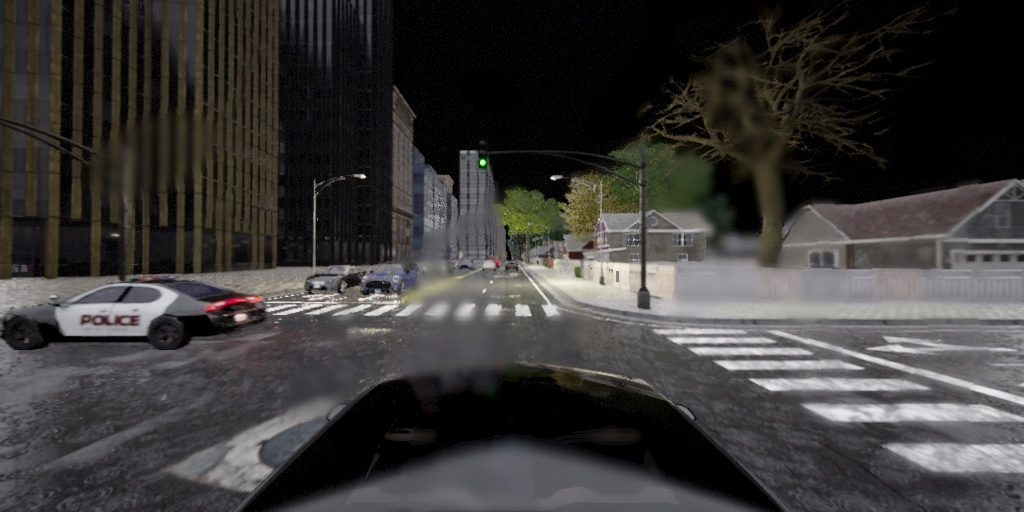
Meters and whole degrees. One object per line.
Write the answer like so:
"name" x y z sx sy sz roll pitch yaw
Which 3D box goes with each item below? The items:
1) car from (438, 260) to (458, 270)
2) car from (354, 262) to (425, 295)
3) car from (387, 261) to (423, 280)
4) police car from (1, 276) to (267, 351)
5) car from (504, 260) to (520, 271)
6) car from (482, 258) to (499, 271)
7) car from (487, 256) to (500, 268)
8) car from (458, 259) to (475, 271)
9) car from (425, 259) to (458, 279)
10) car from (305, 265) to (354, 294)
"car" -9.776 1.334 55.258 2.128 1.511 4.902 0 0 0
"car" -6.600 1.144 19.873 2.097 1.767 4.553 0 0 0
"car" -9.846 1.308 33.445 1.837 1.490 4.892 0 1 1
"police car" -8.866 1.284 8.542 4.974 1.542 2.038 0 0 -1
"car" -0.018 1.340 50.899 1.837 1.490 4.892 0 0 0
"car" -3.268 1.361 51.315 1.812 1.442 4.674 0 0 0
"car" -3.271 1.077 61.349 2.150 2.045 5.566 0 0 0
"car" -6.558 1.186 51.640 2.097 1.767 4.553 0 0 0
"car" -6.599 1.160 33.101 2.097 1.767 4.553 0 0 0
"car" -9.850 1.283 20.582 2.128 1.511 4.902 0 0 0
